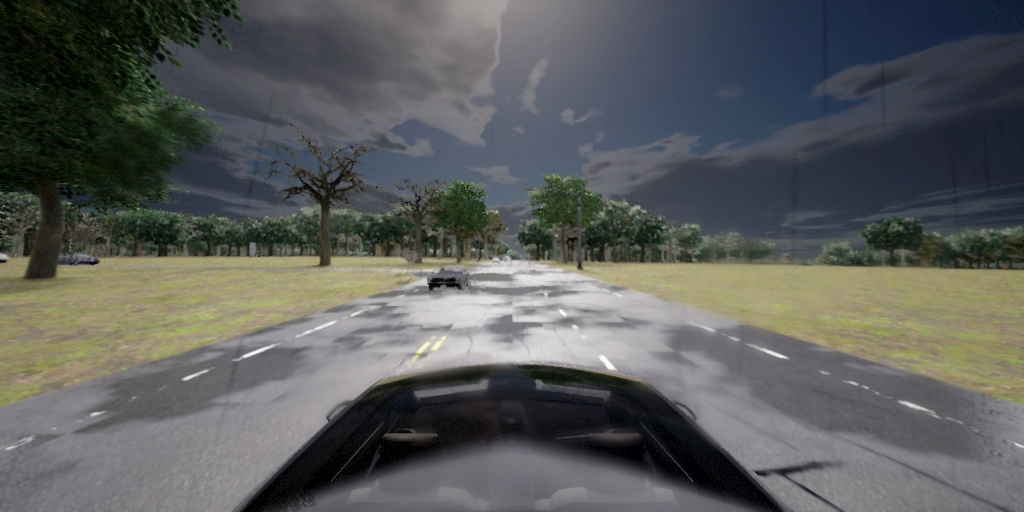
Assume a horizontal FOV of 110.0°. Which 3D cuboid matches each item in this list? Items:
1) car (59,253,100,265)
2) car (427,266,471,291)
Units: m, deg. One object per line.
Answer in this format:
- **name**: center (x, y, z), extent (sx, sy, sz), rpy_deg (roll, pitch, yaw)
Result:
- **car**: center (-49.566, 0.376, 40.591), extent (4.181, 1.385, 1.994), rpy_deg (0, -1, 0)
- **car**: center (-3.560, 1.264, 20.906), extent (1.895, 1.301, 4.718), rpy_deg (0, 0, 0)
